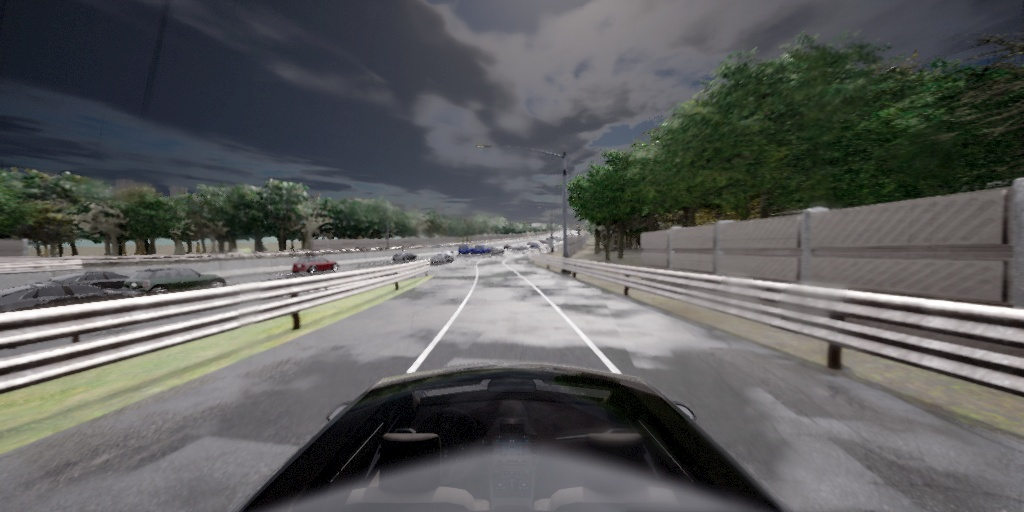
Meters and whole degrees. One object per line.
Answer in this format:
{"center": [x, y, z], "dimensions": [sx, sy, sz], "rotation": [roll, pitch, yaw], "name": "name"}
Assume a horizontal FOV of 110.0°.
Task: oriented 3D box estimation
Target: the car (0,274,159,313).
{"center": [-17.760, 1.792, 14.233], "dimensions": [1.837, 1.490, 4.892], "rotation": [0, 3, 14], "name": "car"}

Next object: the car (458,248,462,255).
{"center": [-10.356, -0.174, 58.469], "dimensions": [1.812, 1.442, 4.674], "rotation": [0, 3, 14], "name": "car"}

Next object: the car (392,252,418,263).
{"center": [-15.521, 0.124, 52.318], "dimensions": [2.128, 1.511, 4.902], "rotation": [0, 3, 14], "name": "car"}

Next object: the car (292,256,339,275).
{"center": [-19.610, 0.807, 35.984], "dimensions": [2.097, 1.767, 4.553], "rotation": [0, 3, 14], "name": "car"}

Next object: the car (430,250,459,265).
{"center": [-9.308, 0.359, 48.342], "dimensions": [1.994, 1.385, 4.181], "rotation": [0, 3, 14], "name": "car"}

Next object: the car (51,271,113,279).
{"center": [-23.433, 1.616, 20.522], "dimensions": [1.837, 1.490, 4.892], "rotation": [0, 2, 14], "name": "car"}

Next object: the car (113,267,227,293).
{"center": [-19.665, 1.447, 21.196], "dimensions": [2.097, 1.767, 4.553], "rotation": [0, 3, 14], "name": "car"}
